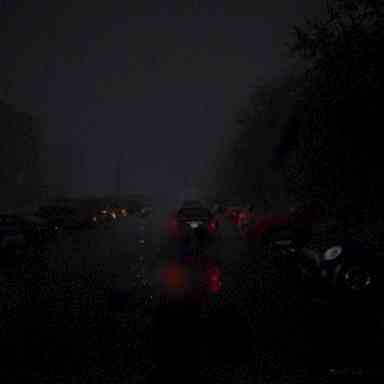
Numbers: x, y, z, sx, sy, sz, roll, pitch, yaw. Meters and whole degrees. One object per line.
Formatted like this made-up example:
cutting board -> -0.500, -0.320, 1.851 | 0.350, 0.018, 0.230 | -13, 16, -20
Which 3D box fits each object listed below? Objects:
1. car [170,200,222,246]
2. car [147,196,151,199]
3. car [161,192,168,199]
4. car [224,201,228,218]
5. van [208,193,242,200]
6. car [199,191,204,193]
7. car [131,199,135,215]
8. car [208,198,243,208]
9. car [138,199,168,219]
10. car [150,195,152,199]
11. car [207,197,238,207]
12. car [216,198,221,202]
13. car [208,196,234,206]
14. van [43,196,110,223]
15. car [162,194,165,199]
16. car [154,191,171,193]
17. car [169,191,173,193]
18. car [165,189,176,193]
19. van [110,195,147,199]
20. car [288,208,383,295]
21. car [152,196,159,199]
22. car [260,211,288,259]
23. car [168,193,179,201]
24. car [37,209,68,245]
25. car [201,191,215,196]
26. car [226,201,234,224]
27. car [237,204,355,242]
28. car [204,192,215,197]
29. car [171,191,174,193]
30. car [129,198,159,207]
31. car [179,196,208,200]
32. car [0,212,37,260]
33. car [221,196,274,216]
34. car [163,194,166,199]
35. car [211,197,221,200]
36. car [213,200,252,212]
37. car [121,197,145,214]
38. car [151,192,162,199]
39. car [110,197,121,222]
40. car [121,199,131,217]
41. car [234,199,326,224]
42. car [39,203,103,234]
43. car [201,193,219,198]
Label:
car -> 0.096, 1.429, 15.916 | 2.097, 1.767, 4.553 | 0, 0, 0
car -> -8.033, 1.651, 41.764 | 4.892, 1.521, 2.231 | 0, 0, 0
car -> -8.008, 1.497, 69.617 | 4.553, 1.767, 2.185 | 0, 1, 0
car -> 5.043, 1.635, 25.087 | 4.674, 1.452, 2.002 | 0, 0, 0
van -> 4.924, 1.440, 47.367 | 4.442, 1.987, 1.878 | 0, 0, 0
car -> 5.226, 1.166, 89.174 | 5.366, 1.575, 1.946 | 0, 2, 0
car -> -8.037, 1.655, 30.629 | 4.674, 1.452, 2.002 | 0, 0, 0
car -> 5.226, 1.678, 52.936 | 5.366, 1.575, 1.946 | 0, 0, 0
car -> -3.597, 1.662, 31.243 | 1.812, 1.442, 4.674 | 0, 0, 0
car -> -8.071, 1.532, 44.672 | 4.553, 1.767, 2.185 | 0, 0, 0
car -> 5.035, 1.689, 55.845 | 5.008, 1.535, 2.097 | 0, 0, 0
car -> 5.069, 1.654, 33.444 | 4.792, 1.488, 2.163 | 0, 0, 0
car -> 5.072, 1.566, 58.630 | 4.553, 1.767, 2.185 | 0, 0, 0
van -> -8.157, 1.358, 22.344 | 4.442, 1.987, 1.878 | 0, 0, 0
car -> -8.045, 1.686, 61.252 | 5.008, 1.535, 2.097 | 0, 0, 0
car -> -8.071, 1.293, 80.757 | 4.553, 1.767, 2.185 | 0, 1, 0
car -> -8.069, 1.294, 86.341 | 4.792, 1.488, 2.163 | 0, 2, 0
car -> -8.011, 0.815, 91.895 | 5.566, 2.045, 2.435 | 0, 2, 0
van -> -7.923, 1.415, 38.981 | 4.442, 1.987, 1.878 | 0, 0, 0
car -> 5.071, 1.397, 8.377 | 4.553, 1.767, 2.185 | 0, 0, 0
car -> -7.854, 1.662, 47.330 | 5.366, 1.575, 1.946 | 0, 0, 0
car -> 5.046, 1.538, 11.162 | 4.892, 1.521, 2.231 | 0, 0, 0
car -> -3.500, 1.577, 71.752 | 1.882, 1.535, 5.008 | 0, 1, 0
car -> -8.037, 1.588, 13.930 | 4.674, 1.452, 2.002 | 0, 0, 0
car -> 5.069, 1.422, 64.210 | 5.566, 2.045, 2.435 | 0, 0, 0
car -> 5.035, 1.584, 22.302 | 5.008, 1.535, 2.097 | 0, 0, 0
car -> 5.045, 1.561, 16.733 | 5.008, 1.535, 2.097 | 0, 0, 0
car -> 5.012, 1.422, 50.152 | 5.566, 2.045, 2.435 | 0, 0, 0
car -> -8.046, 1.171, 89.117 | 4.892, 1.521, 2.231 | 0, 2, 0
car -> -8.042, 1.728, 55.680 | 4.674, 1.452, 2.002 | 0, 0, 0
car -> 0.097, 1.489, 31.353 | 2.097, 1.767, 4.553 | 0, 0, 0
car -> -8.071, 1.410, 11.148 | 4.553, 1.767, 2.185 | 0, 0, 0
car -> 5.009, 1.480, 27.872 | 4.553, 1.767, 2.185 | 0, 0, 0
car -> -8.046, 1.673, 64.042 | 5.008, 1.535, 2.097 | 0, 0, 0
car -> 5.045, 1.642, 39.012 | 5.008, 1.535, 2.097 | 0, 0, 0
car -> 5.043, 1.691, 41.797 | 4.674, 1.452, 2.002 | 0, 0, 0
car -> -8.034, 1.632, 36.197 | 5.008, 1.535, 2.097 | 0, 0, 0
car -> -8.011, 1.429, 52.897 | 5.566, 2.045, 2.435 | 0, 0, 0
car -> -8.071, 1.468, 25.064 | 4.553, 1.767, 2.185 | 0, 0, 0
car -> -8.225, 1.601, 27.846 | 5.366, 1.575, 1.946 | 0, 0, 0
car -> 5.008, 1.447, 19.518 | 4.553, 1.767, 2.185 | 0, 0, 0
car -> -8.069, 1.601, 19.496 | 4.792, 1.488, 2.163 | 0, 0, 0
car -> 5.069, 0.980, 94.759 | 4.792, 1.488, 2.163 | 0, 3, 0
